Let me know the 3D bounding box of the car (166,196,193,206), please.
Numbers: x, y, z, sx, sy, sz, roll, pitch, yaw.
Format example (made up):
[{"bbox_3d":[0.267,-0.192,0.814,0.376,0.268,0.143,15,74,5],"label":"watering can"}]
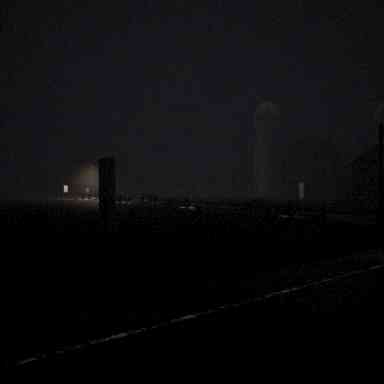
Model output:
[{"bbox_3d":[-1.734,1.224,44.702,1.994,1.385,4.181,-1,1,-36],"label":"car"}]

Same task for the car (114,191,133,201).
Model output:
[{"bbox_3d":[-13.611,0.753,66.016,2.097,1.767,4.553,-1,1,-36],"label":"car"}]

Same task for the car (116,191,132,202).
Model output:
[{"bbox_3d":[-12.926,1.013,60.371,1.812,1.442,4.674,-1,1,-36],"label":"car"}]

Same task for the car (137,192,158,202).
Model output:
[{"bbox_3d":[-7.829,0.850,58.073,2.097,1.767,4.553,-1,1,-35],"label":"car"}]

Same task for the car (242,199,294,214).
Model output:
[{"bbox_3d":[7.252,1.352,32.247,2.033,1.411,5.357,-1,1,-36],"label":"car"}]
